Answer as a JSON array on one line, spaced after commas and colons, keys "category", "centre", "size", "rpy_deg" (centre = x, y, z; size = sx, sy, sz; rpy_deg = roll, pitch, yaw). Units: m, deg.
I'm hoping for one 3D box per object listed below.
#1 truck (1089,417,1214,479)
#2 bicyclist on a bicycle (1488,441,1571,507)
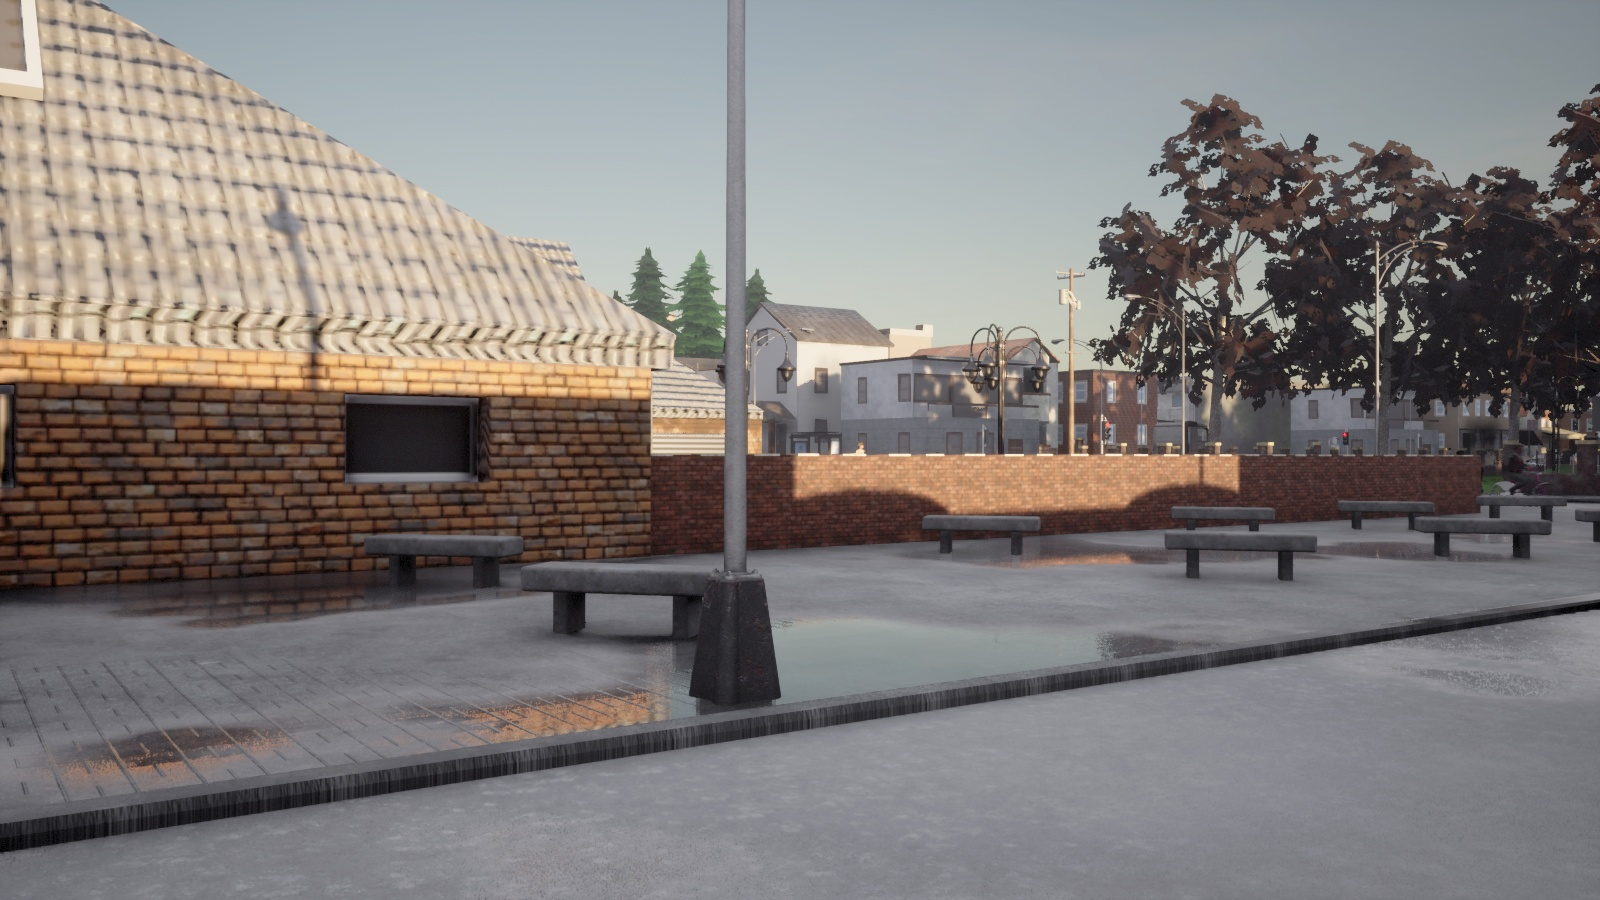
[{"category": "truck", "centre": [20.808, -0.100, 74.047], "size": [7.936, 3.462, 2.891], "rpy_deg": [0, 0, -37]}, {"category": "bicyclist on a bicycle", "centre": [20.082, 0.657, 34.597], "size": [0.659, 1.776, 1.843], "rpy_deg": [0, 0, -35]}]
